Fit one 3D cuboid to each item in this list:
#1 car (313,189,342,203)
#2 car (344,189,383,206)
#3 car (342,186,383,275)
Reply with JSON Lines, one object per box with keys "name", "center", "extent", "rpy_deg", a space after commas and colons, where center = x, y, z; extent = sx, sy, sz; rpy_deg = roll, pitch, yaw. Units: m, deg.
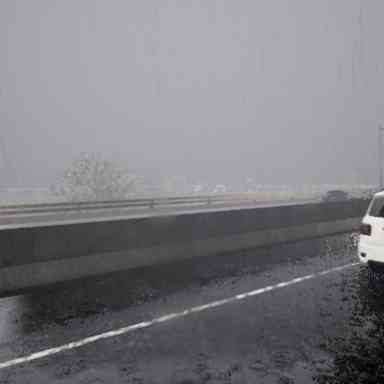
{"name": "car", "center": [14.863, 0.463, 35.350], "extent": [4.674, 1.442, 1.812], "rpy_deg": [-2, 1, -34]}
{"name": "car", "center": [17.605, 0.460, 32.982], "extent": [5.357, 1.411, 2.033], "rpy_deg": [-2, 1, -34]}
{"name": "car", "center": [6.327, 0.898, 8.113], "extent": [5.566, 2.045, 2.150], "rpy_deg": [-2, 1, -35]}
